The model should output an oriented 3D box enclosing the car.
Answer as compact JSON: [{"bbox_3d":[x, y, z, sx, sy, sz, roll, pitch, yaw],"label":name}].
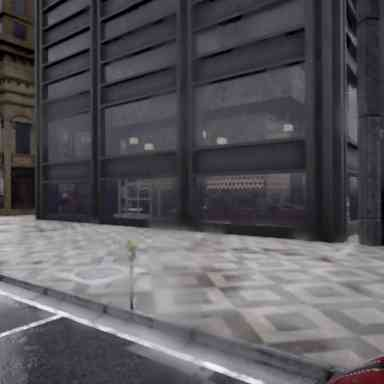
[{"bbox_3d":[2.421,1.433,1.235,4.097,1.590,1.967,0,0,36],"label":"car"}]
